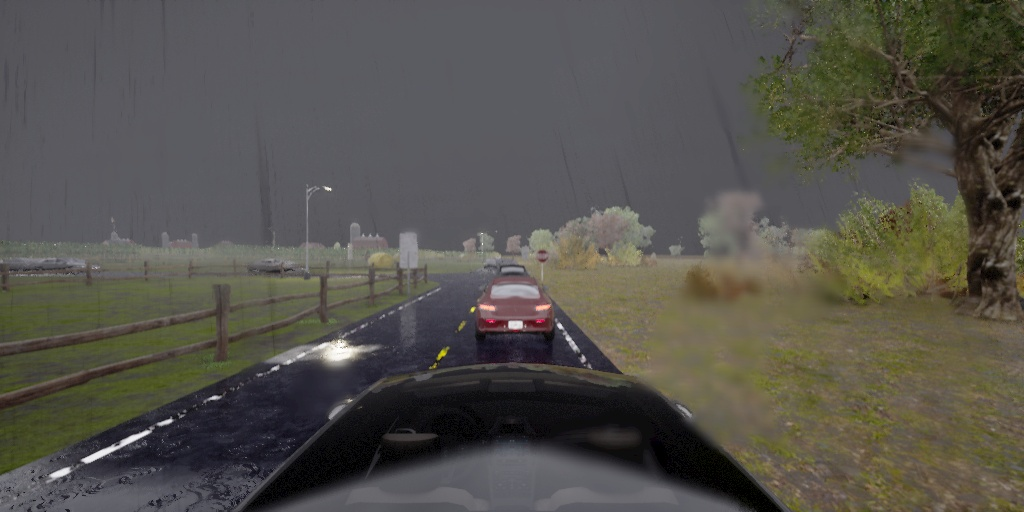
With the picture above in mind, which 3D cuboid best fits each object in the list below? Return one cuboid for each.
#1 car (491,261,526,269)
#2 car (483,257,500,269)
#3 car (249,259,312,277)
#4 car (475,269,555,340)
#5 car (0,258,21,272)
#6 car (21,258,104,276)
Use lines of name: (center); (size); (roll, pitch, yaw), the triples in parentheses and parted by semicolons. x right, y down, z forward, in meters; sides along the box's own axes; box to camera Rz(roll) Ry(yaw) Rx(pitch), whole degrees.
car: (-0.007, 1.189, 18.850); (1.837, 1.490, 4.892); (0, 0, -1)
car: (-3.061, 1.089, 51.952); (1.837, 1.490, 4.892); (0, 0, 0)
car: (-20.233, 1.021, 31.445); (4.902, 1.511, 2.128); (0, 1, -1)
car: (0.060, 1.244, 9.697); (1.812, 1.442, 4.674); (0, 0, 0)
car: (-46.632, 0.867, 33.949); (4.181, 1.385, 1.994); (0, 1, 0)
car: (-38.560, 0.893, 31.184); (4.902, 1.511, 2.128); (0, 1, -1)
